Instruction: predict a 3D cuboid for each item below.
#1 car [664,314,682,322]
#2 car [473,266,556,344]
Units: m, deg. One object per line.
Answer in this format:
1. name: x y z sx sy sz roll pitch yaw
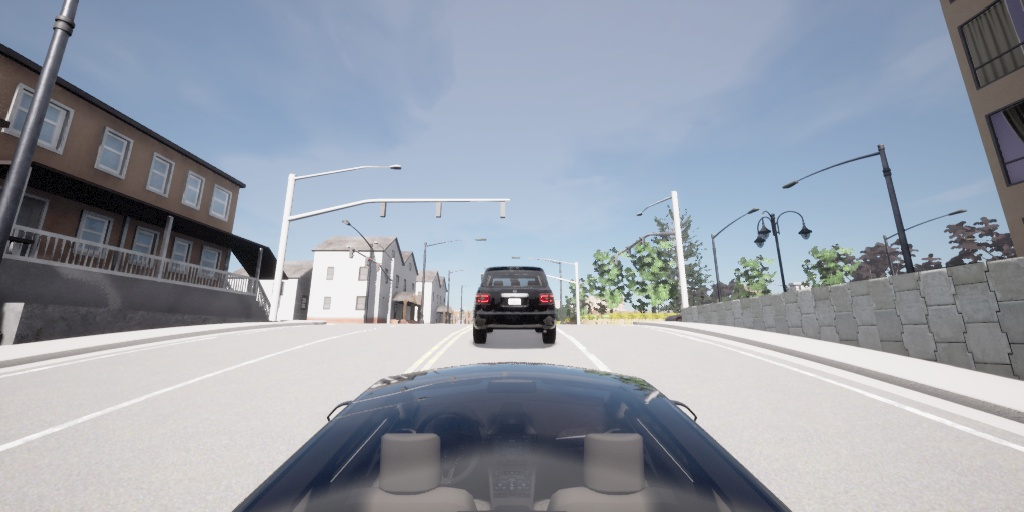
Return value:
1. car: 15.889 5.452 31.713 4.553 1.767 2.097 0 -12 1
2. car: 0.070 1.501 11.182 2.150 2.045 5.566 0 -7 0
